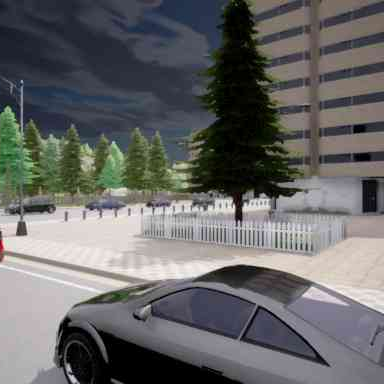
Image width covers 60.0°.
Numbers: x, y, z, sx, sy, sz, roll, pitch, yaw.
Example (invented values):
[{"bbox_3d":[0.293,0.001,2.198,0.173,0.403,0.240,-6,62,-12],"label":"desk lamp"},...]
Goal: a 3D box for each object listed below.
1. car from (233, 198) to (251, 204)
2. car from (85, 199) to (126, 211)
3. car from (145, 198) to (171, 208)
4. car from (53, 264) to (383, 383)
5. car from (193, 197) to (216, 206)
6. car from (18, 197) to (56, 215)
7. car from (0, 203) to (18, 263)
[{"bbox_3d":[9.447,1.504,63.286,1.837,1.490,4.892,0,0,35],"label":"car"},{"bbox_3d":[-10.652,1.547,41.412,2.033,1.411,5.357,0,0,35],"label":"car"},{"bbox_3d":[-4.964,1.564,49.384,1.994,1.385,4.181,0,0,36],"label":"car"},{"bbox_3d":[0.339,1.564,3.749,4.181,1.385,1.994,0,0,35],"label":"car"},{"bbox_3d":[1.994,1.505,52.805,1.837,1.490,4.892,0,0,35],"label":"car"},{"bbox_3d":[-16.226,1.352,33.574,2.097,1.767,4.553,0,0,35],"label":"car"},{"bbox_3d":[-7.352,1.221,9.179,5.566,2.045,2.150,0,0,36],"label":"car"}]
